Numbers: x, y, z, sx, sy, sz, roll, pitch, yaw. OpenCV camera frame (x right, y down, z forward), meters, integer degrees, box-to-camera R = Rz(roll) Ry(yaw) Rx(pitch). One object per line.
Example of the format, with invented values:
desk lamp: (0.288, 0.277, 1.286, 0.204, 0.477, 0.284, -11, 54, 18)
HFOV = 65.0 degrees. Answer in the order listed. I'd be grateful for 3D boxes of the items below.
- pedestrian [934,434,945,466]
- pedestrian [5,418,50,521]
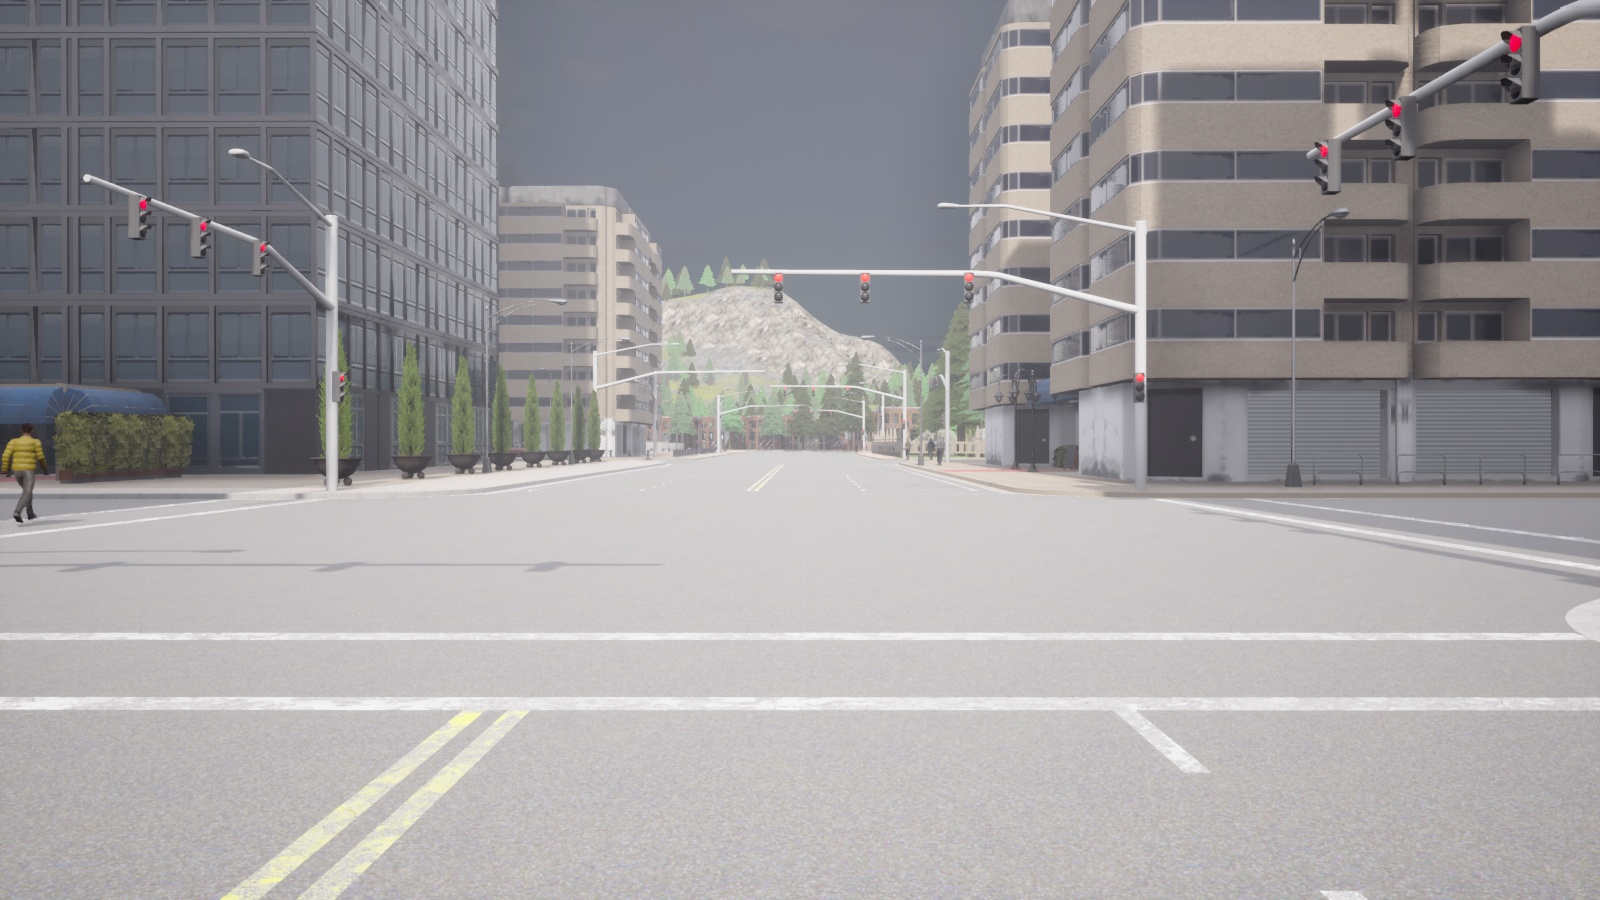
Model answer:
pedestrian: (8.186, -0.004, 73.686, 0.540, 1.848, 0.694, 0, 0, 1)
pedestrian: (-14.052, 0.345, 22.853, 0.431, 1.840, 0.709, 0, 0, -6)
